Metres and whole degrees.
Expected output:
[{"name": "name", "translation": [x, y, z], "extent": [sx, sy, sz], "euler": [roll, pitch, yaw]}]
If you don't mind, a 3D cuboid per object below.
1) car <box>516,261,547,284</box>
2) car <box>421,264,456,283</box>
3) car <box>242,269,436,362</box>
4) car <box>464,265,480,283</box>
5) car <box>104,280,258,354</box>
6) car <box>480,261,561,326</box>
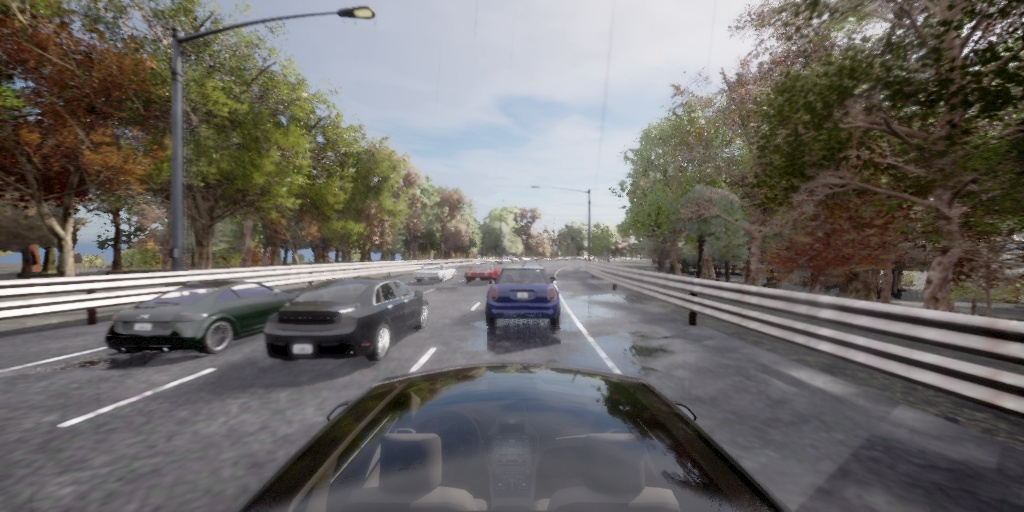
[{"name": "car", "translation": [1.608, 1.160, 27.503], "extent": [2.128, 1.511, 4.902], "euler": [0, 0, 6]}, {"name": "car", "translation": [-5.554, 1.241, 26.500], "extent": [1.895, 1.301, 4.718], "euler": [0, 0, 6]}, {"name": "car", "translation": [-3.278, 1.226, 8.138], "extent": [1.837, 1.490, 4.892], "euler": [0, 0, 1]}, {"name": "car", "translation": [-2.058, 1.257, 26.301], "extent": [1.895, 1.301, 4.718], "euler": [0, 0, 6]}, {"name": "car", "translation": [-6.759, 1.274, 8.647], "extent": [1.994, 1.385, 4.181], "euler": [0, 0, 2]}, {"name": "car", "translation": [0.385, 1.069, 11.746], "extent": [2.097, 1.767, 4.553], "euler": [0, 0, 3]}]
